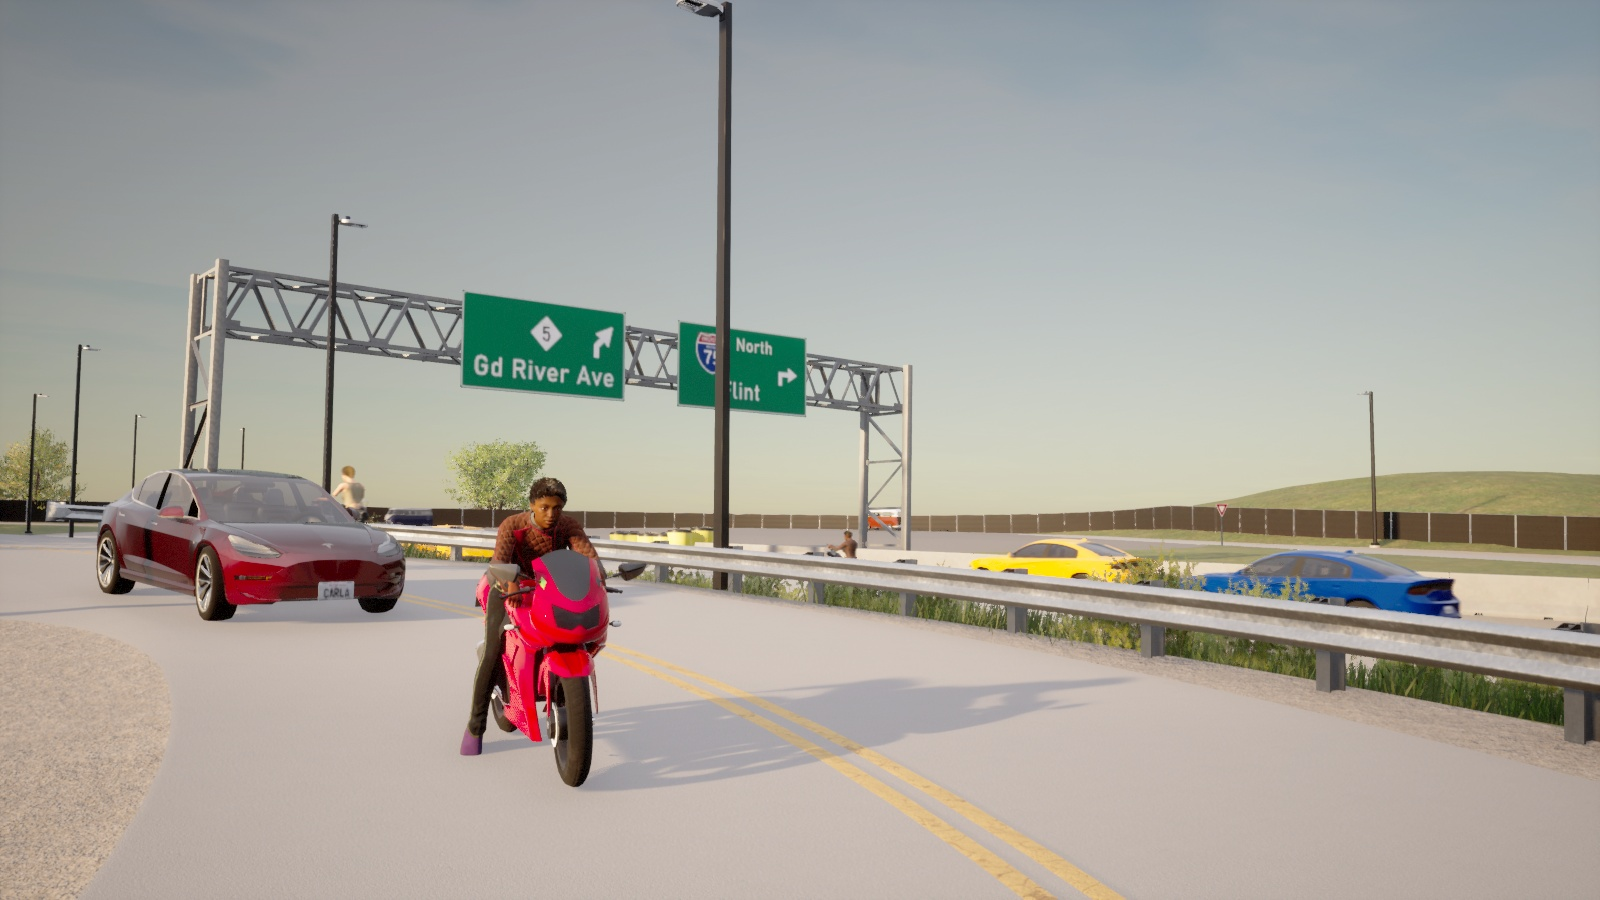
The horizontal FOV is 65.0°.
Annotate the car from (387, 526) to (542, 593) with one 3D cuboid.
[{"bbox_3d":[-8.772,2.771,32.544,1.882,1.535,5.008,3,-4,-40],"label":"car"}]

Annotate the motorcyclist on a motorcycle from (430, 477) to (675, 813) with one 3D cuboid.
[{"bbox_3d":[-1.418,0.918,6.837,0.797,1.523,2.044,1,-1,-26],"label":"motorcyclist on a motorcycle"}]

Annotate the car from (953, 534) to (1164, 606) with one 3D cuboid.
[{"bbox_3d":[6.269,2.876,30.970,1.882,1.535,5.008,3,-4,-40],"label":"car"}]

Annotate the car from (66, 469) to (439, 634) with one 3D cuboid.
[{"bbox_3d":[-6.269,1.006,14.076,4.792,1.488,2.163,0,-2,45],"label":"car"}]

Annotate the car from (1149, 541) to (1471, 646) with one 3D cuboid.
[{"bbox_3d":[8.916,2.447,22.399,1.882,1.535,5.008,3,-4,-40],"label":"car"}]
